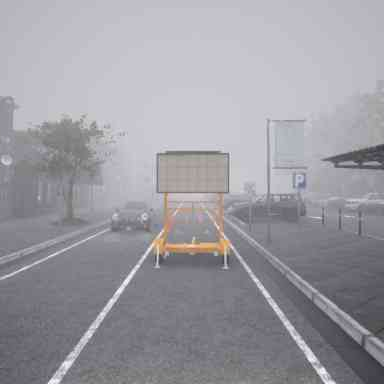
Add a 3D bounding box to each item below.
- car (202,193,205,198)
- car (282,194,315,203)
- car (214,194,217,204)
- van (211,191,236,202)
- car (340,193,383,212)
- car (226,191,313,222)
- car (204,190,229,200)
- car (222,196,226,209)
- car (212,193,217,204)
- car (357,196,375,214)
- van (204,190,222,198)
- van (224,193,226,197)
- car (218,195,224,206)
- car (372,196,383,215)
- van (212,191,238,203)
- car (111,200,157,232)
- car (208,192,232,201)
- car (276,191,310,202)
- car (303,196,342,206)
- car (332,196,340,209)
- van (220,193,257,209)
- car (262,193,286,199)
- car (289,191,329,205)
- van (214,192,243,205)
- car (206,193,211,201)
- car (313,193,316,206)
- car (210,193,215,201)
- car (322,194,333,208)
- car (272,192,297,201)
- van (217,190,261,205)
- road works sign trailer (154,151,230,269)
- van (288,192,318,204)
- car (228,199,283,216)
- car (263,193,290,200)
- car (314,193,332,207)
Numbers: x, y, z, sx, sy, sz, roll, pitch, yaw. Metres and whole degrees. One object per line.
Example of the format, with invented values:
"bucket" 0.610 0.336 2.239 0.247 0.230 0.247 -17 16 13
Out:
"car" 5.576 0.696 72.556 5.566 2.045 2.435 0 1 0
"car" 18.901 1.118 59.109 5.366 1.575 1.946 0 1 0
"car" 5.698 1.313 44.521 4.792 1.488 2.163 0 0 0
"van" 5.747 0.865 61.344 4.442 1.987 1.878 0 1 0
"car" 18.743 1.097 34.121 5.566 2.045 2.435 0 0 0
"car" 5.685 1.142 24.894 5.566 2.045 2.435 0 0 0
"car" 5.570 0.659 75.359 5.566 2.045 2.435 0 1 0
"car" 5.522 1.376 27.699 5.366 1.575 1.946 0 0 0
"car" 5.659 1.298 47.329 4.674 1.452 2.002 0 1 0
"car" 18.783 1.362 31.347 5.008 1.535 2.097 0 0 0
"van" 5.456 0.541 86.571 4.442 1.987 1.878 0 1 0
"van" 5.811 1.125 33.305 4.442 1.987 1.878 0 0 0
"car" 5.682 1.337 36.109 5.008 1.535 2.097 0 0 0
"car" 18.790 1.375 28.571 5.008 1.535 2.097 0 0 0
"van" 5.753 0.901 58.541 4.442 1.987 1.878 0 1 0
"car" -3.267 1.288 19.429 2.097 1.767 4.553 0 0 0
"car" 5.648 0.893 66.951 4.553 1.767 2.185 0 1 0
"car" 18.737 0.834 61.882 5.566 2.045 2.435 0 1 0
"car" 18.769 1.281 48.007 4.792 1.488 2.163 0 1 0
"car" 18.760 1.335 36.897 4.892 1.521 2.231 0 0 0
"van" 5.791 1.077 41.716 4.442 1.987 1.878 0 0 0
"car" 18.682 0.908 75.763 4.892 1.521 2.231 0 1 0
"car" 18.756 0.941 53.556 5.566 2.045 2.435 0 1 0
"van" 5.766 0.973 52.937 4.442 1.987 1.878 0 1 0
"car" 5.615 0.912 55.736 5.566 2.045 2.435 0 1 0
"car" 18.717 1.309 45.224 4.792 1.488 2.163 0 1 0
"car" 5.662 1.230 50.131 4.892 1.521 2.231 0 1 0
"car" 18.754 1.317 39.675 5.008 1.535 2.097 0 0 0
"car" 18.727 0.888 67.436 4.553 1.767 2.185 0 1 0
"van" 5.565 1.096 38.914 4.442 1.987 1.878 0 0 0
"road works sign trailer" 0.037 0.441 11.123 2.380 3.560 2.880 0 0 2
"van" 18.838 0.931 56.332 4.442 1.987 1.878 0 1 0
"car" 5.703 1.405 30.503 4.674 1.452 2.002 0 0 0
"car" 18.498 0.940 72.986 5.366 1.575 1.946 0 1 0
"car" 18.938 1.296 42.452 5.366 1.575 1.946 0 0 0
